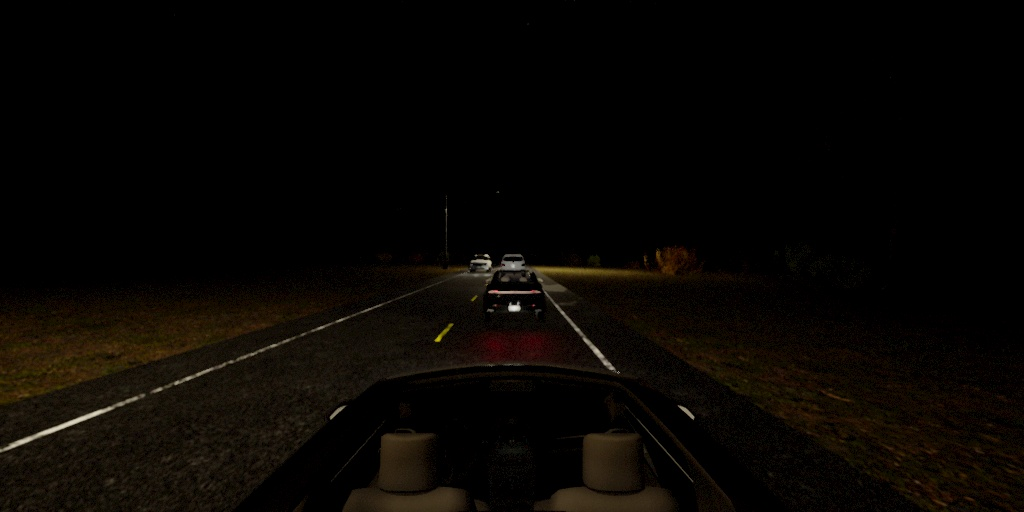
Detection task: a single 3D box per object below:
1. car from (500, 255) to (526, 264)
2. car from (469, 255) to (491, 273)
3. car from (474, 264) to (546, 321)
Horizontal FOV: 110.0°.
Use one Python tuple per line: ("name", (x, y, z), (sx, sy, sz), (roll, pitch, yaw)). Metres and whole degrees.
("car", (0.099, 0.895, 32.214), (2.150, 2.045, 5.566), (0, 0, 0))
("car", (-3.585, 0.872, 41.467), (2.150, 2.045, 5.566), (0, 0, 0))
("car", (0.082, 1.213, 12.318), (2.128, 1.511, 4.902), (0, 0, 0))
